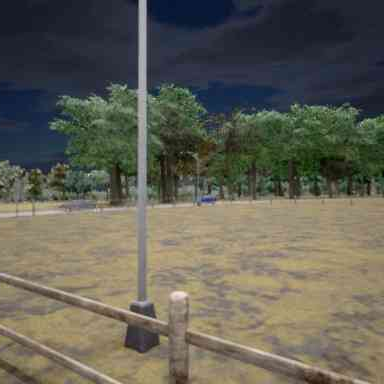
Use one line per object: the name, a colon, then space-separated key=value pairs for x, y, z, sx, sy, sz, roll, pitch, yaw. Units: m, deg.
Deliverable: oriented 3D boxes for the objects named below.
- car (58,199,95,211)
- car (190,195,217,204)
car: x=-13.470 y=1.490 z=38.966 sx=1.994 sy=1.385 sz=4.181 roll=-2 pitch=-1 yaw=39
car: x=1.946 y=1.231 z=54.793 sx=5.008 sy=1.535 sz=1.882 roll=0 pitch=-1 yaw=-39
